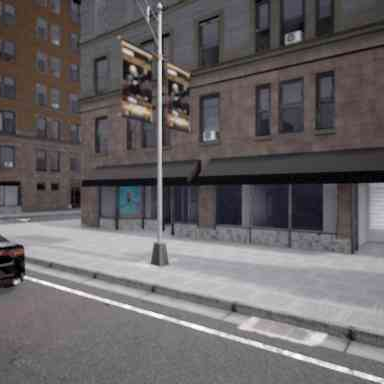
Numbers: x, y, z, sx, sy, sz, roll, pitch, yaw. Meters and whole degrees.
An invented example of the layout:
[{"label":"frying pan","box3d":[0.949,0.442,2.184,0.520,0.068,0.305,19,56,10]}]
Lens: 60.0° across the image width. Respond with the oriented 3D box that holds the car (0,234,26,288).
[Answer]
[{"label":"car","box3d":[-5.947,1.442,7.899,5.008,1.535,1.882,0,0,35]}]
